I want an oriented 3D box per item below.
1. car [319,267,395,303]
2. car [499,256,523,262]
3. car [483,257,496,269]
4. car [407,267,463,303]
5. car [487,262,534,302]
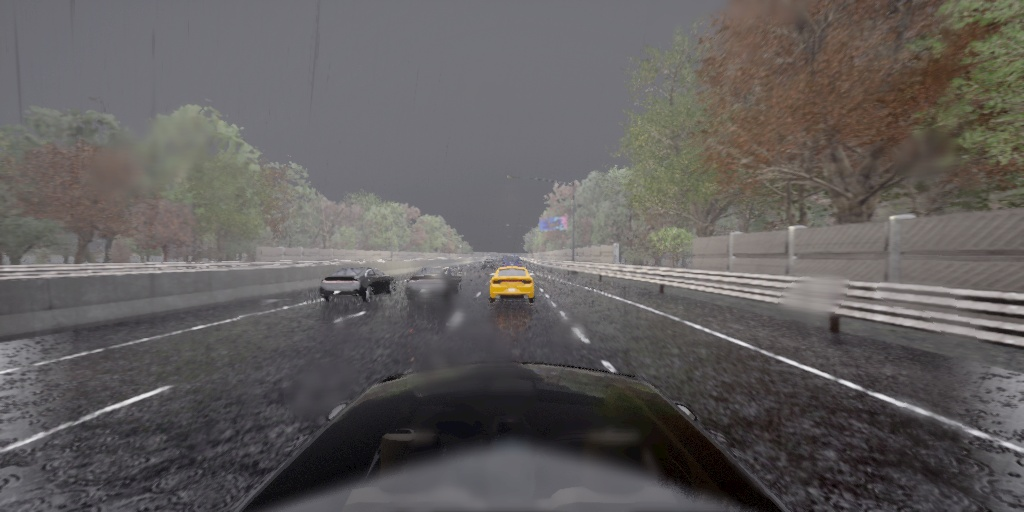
[{"bbox_3d":[-7.000,1.250,16.749,2.128,1.511,4.902,0,0,0],"label":"car"},{"bbox_3d":[0.001,0.995,40.271,2.150,2.045,5.566,0,0,0],"label":"car"},{"bbox_3d":[-3.502,1.289,56.048,1.837,1.490,4.892,0,0,0],"label":"car"},{"bbox_3d":[-3.504,1.251,16.913,2.128,1.511,4.902,0,0,0],"label":"car"},{"bbox_3d":[-0.003,1.237,17.053,1.882,1.535,5.008,0,0,0],"label":"car"}]
